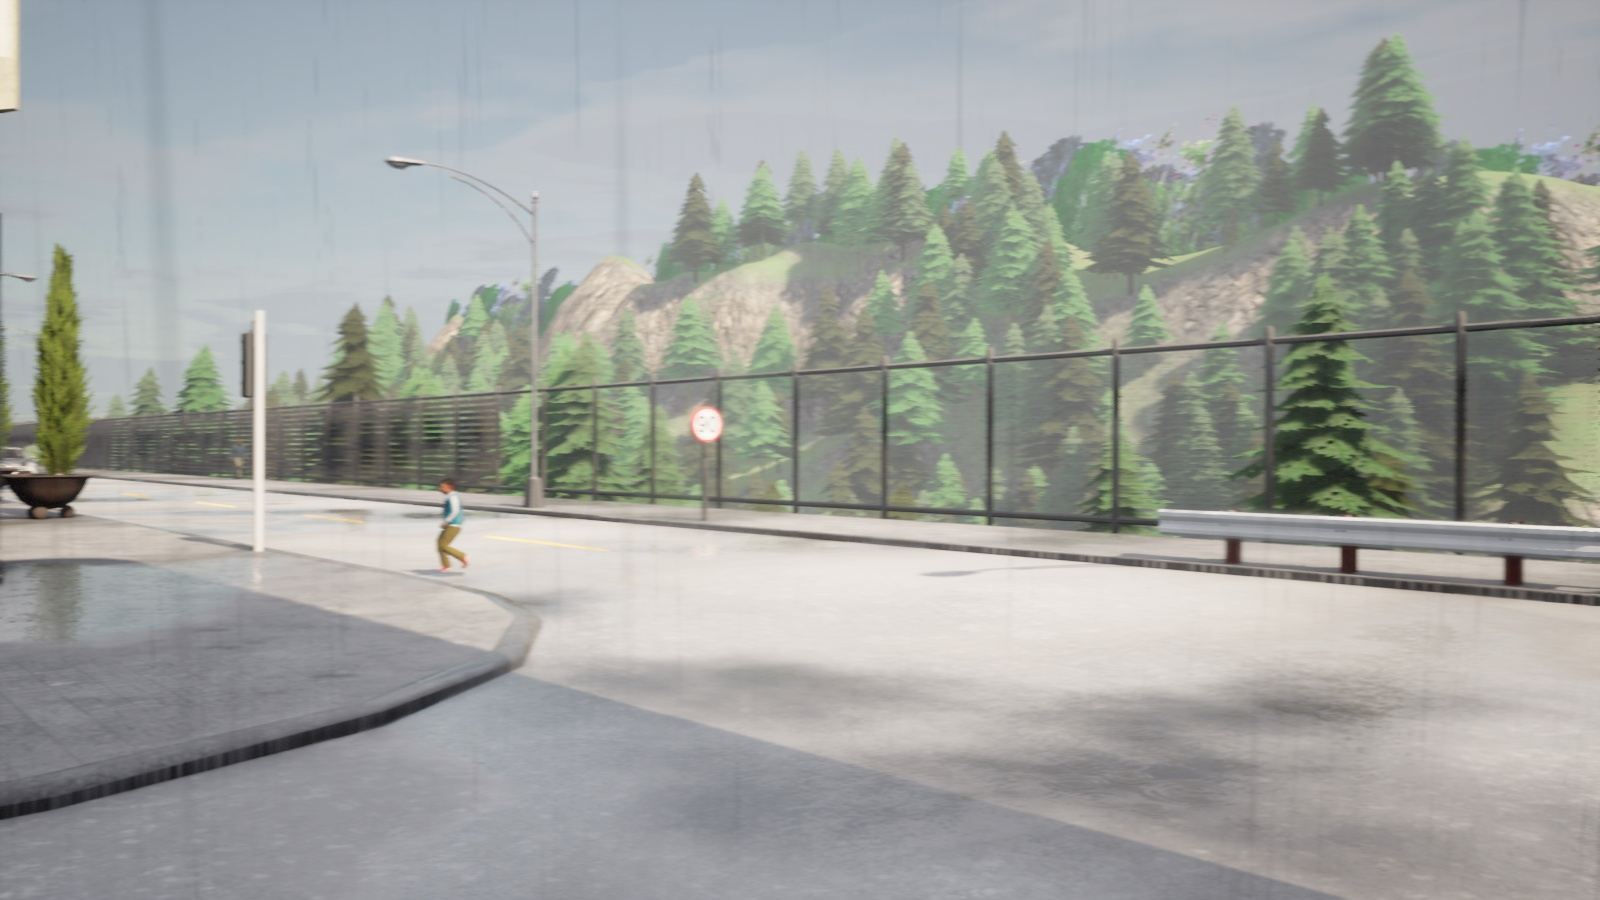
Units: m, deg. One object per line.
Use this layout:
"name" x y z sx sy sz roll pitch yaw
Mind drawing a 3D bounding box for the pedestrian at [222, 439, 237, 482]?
"pedestrian" -24.469 0.453 53.874 0.370 1.835 0.726 0 0 -43

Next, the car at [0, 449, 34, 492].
"car" -29.020 0.711 45.090 1.970 1.475 3.806 0 0 -41

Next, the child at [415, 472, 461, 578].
"child" -4.151 0.848 14.398 0.448 1.192 0.343 0 0 -27
